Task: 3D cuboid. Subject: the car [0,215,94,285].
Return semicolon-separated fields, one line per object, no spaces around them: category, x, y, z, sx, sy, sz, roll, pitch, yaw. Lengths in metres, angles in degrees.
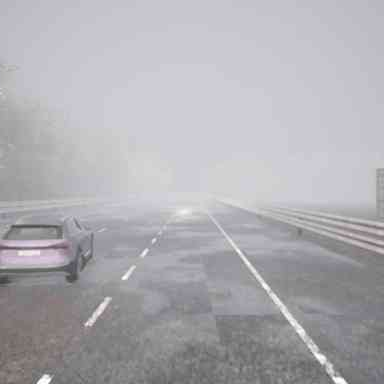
car;-4.024;1.442;9.620;2.033;1.649;4.856;1;-1;-10
